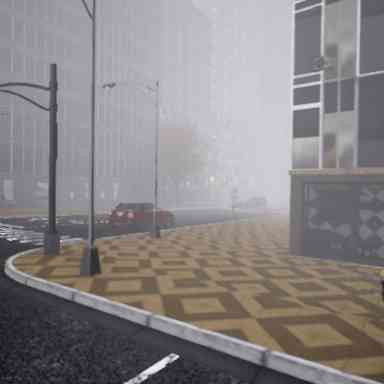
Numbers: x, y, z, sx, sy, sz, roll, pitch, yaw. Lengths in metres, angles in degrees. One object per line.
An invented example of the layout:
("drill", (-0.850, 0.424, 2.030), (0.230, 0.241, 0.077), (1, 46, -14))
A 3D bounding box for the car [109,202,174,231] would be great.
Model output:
("car", (-3.091, 1.411, 21.345), (2.097, 1.767, 4.553), (1, 0, 33))

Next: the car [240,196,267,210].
("car", (10.523, 1.763, 54.521), (2.150, 2.045, 5.566), (1, 0, 33))

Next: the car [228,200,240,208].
("car", (7.799, 2.047, 56.304), (1.994, 1.385, 4.181), (1, 0, 33))
